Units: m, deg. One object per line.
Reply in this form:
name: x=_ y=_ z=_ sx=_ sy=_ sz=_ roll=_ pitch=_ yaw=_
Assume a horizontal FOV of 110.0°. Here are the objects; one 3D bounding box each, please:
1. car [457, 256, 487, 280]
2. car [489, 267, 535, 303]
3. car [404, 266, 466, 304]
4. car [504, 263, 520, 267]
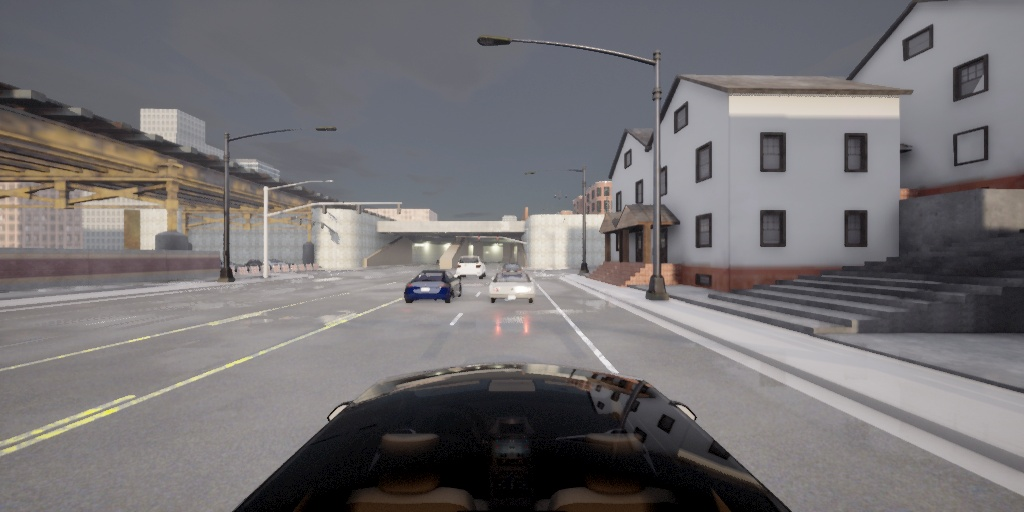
car: x=-3.507 y=1.019 z=31.534 sx=2.150 sy=2.045 sz=5.566 roll=0 pitch=-1 yaw=0
car: x=0.000 y=1.365 z=16.530 sx=1.895 sy=1.301 sz=4.718 roll=0 pitch=0 yaw=0
car: x=-3.500 y=1.321 z=16.500 sx=1.994 sy=1.385 sz=4.181 roll=0 pitch=0 yaw=0
car: x=-0.001 y=1.319 z=31.501 sx=2.033 sy=1.411 sz=5.357 roll=0 pitch=0 yaw=0
